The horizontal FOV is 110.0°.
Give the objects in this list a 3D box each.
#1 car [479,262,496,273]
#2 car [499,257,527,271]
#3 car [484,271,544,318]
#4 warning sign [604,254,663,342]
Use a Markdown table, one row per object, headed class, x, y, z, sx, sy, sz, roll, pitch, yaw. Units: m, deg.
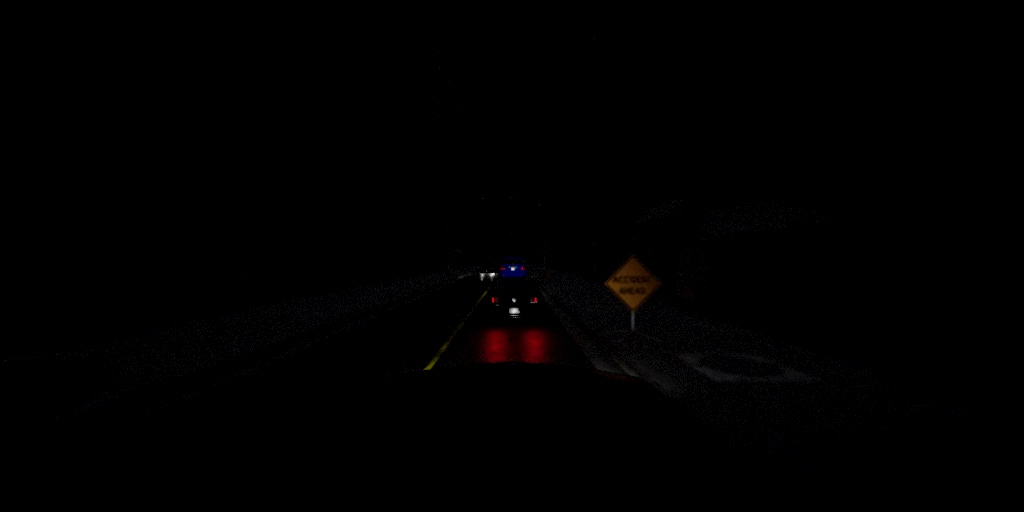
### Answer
| class | x | y | z | sx | sy | sz | roll | pitch | yaw |
| --- | --- | --- | --- | --- | --- | --- | --- | --- | --- |
| car | -3.087 | 1.489 | 46.359 | 2.033 | 1.411 | 5.357 | 0 | 0 | 0 |
| car | 0.089 | 1.087 | 29.922 | 2.150 | 2.045 | 5.566 | 0 | 0 | 0 |
| car | 0.081 | 1.397 | 13.242 | 1.895 | 1.301 | 4.718 | 0 | 0 | 0 |
| warning sign | 2.717 | 0.891 | 8.070 | 1.300 | 1.860 | 1.060 | 0 | 0 | 0 |
